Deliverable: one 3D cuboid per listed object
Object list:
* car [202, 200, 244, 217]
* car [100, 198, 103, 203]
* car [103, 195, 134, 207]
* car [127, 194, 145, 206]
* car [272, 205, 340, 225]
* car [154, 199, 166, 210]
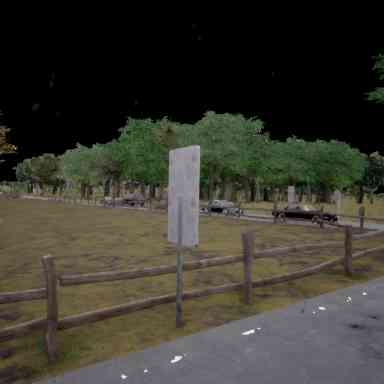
[{"bbox_3d":[2.897,1.505,32.057,2.128,1.511,4.902,2,-1,-36],"label":"car"},{"bbox_3d":[-16.051,1.577,63.596,1.812,1.442,4.674,2,-1,-35],"label":"car"},{"bbox_3d":[-11.661,1.550,52.545,2.033,1.411,5.357,2,-1,-35],"label":"car"},{"bbox_3d":[-9.823,1.297,54.914,2.150,2.045,5.566,2,-1,-36],"label":"car"},{"bbox_3d":[8.291,1.618,24.510,1.895,1.301,4.718,2,-1,-36],"label":"car"},{"bbox_3d":[-2.824,1.574,40.054,1.994,1.385,4.181,2,-1,-37],"label":"car"}]
